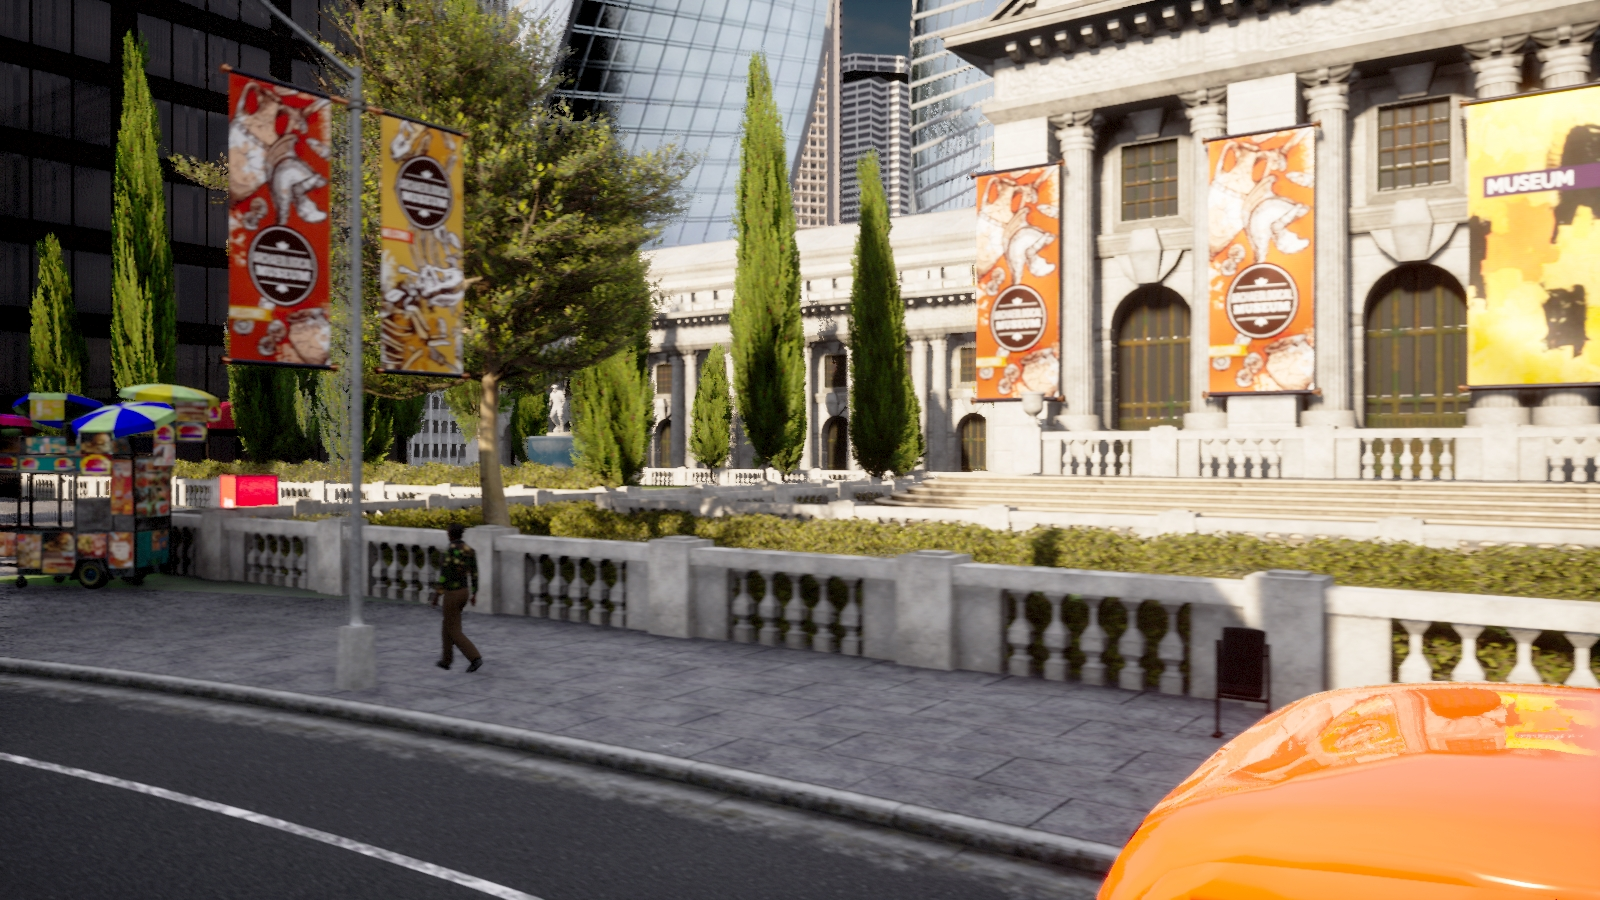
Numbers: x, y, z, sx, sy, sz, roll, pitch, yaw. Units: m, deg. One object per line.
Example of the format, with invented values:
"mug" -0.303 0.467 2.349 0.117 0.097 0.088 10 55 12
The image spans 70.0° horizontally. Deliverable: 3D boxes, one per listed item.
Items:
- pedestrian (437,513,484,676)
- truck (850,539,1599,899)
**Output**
"pedestrian" -4.021 1.696 13.537 0.375 1.860 0.375 0 0 35
"truck" 2.978 1.568 1.699 5.204 2.467 2.627 0 0 35
